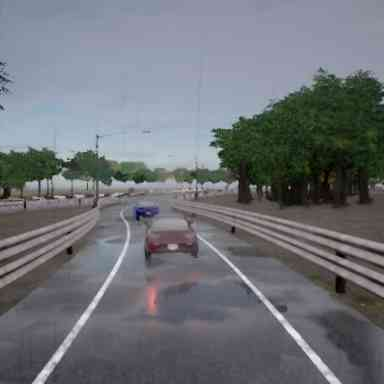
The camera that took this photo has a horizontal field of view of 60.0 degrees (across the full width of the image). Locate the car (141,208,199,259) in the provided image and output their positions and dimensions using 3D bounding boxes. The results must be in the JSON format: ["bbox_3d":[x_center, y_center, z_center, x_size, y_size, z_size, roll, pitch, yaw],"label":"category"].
[{"bbox_3d":[-0.867,1.542,12.669,1.812,1.442,4.674,0,0,-7],"label":"car"}]

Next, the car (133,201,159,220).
[{"bbox_3d":[-3.957,1.501,28.422,1.882,1.535,5.008,0,0,-13],"label":"car"}]
